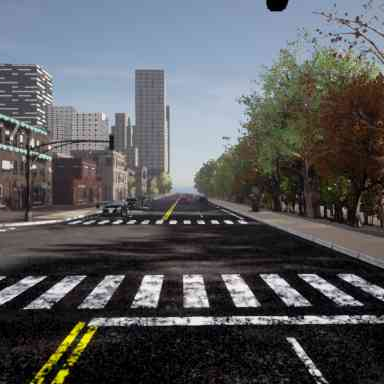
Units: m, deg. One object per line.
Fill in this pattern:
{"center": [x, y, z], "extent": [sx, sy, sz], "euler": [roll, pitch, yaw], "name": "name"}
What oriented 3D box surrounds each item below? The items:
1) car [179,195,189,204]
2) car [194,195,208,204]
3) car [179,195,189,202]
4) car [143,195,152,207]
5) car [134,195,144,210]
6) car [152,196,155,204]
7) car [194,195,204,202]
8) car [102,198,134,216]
{"center": [-1.527, 1.540, 62.760], "extent": [1.994, 1.385, 4.181], "euler": [0, 0, -1], "name": "car"}
{"center": [1.874, 1.455, 60.840], "extent": [1.882, 1.535, 5.008], "euler": [0, 0, -1], "name": "car"}
{"center": [-1.771, 1.343, 72.760], "extent": [2.033, 1.411, 5.357], "euler": [0, 0, -1], "name": "car"}
{"center": [-7.843, 1.334, 51.727], "extent": [2.097, 1.767, 4.553], "euler": [0, 0, -1], "name": "car"}
{"center": [-7.607, 1.491, 42.032], "extent": [1.837, 1.490, 4.892], "euler": [0, 0, -1], "name": "car"}
{"center": [-8.052, 1.468, 61.990], "extent": [2.128, 1.511, 4.902], "euler": [0, 0, -1], "name": "car"}
{"center": [1.477, 1.471, 73.019], "extent": [1.837, 1.490, 4.892], "euler": [0, 0, -1], "name": "car"}
{"center": [-7.380, 1.481, 32.474], "extent": [2.128, 1.511, 4.902], "euler": [0, 0, -1], "name": "car"}
